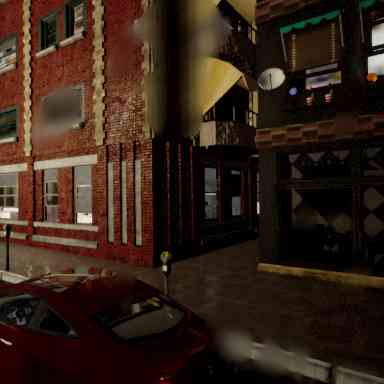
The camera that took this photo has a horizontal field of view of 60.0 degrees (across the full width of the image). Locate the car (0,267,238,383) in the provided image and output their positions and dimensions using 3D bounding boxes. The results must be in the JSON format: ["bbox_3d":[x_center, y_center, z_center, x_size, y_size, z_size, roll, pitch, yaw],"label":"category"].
[{"bbox_3d":[-1.501,1.583,3.923,4.206,1.307,1.802,0,-1,36],"label":"car"}]
